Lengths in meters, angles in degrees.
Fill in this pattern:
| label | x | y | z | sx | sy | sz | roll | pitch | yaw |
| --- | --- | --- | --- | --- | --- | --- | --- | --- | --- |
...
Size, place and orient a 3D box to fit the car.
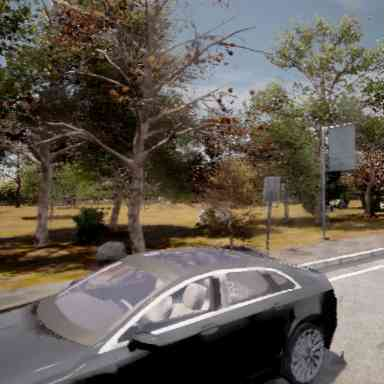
| label | x | y | z | sx | sy | sz | roll | pitch | yaw |
| --- | --- | --- | --- | --- | --- | --- | --- | --- | --- |
| car | -0.310 | 1.489 | 3.777 | 4.902 | 1.511 | 2.128 | 0 | 0 | -35 |
